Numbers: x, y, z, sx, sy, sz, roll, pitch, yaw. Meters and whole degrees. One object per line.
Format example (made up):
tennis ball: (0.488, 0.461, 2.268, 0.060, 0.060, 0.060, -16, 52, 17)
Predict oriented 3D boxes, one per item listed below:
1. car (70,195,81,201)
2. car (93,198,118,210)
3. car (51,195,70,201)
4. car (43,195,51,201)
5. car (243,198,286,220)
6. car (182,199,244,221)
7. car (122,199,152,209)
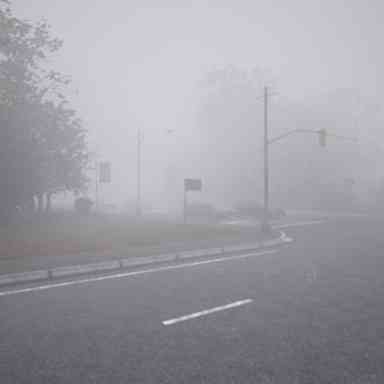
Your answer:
car: (-28.548, 1.421, 81.436, 1.882, 1.535, 5.008, 0, 0, -39)
car: (-11.275, 1.493, 42.915, 1.812, 1.442, 4.674, 0, 0, -38)
car: (-31.554, 1.549, 79.591, 1.895, 1.301, 4.718, 0, 0, -39)
car: (-37.809, 1.508, 87.404, 1.895, 1.301, 4.718, 0, 0, -39)
car: (5.483, 1.310, 27.560, 2.097, 1.767, 4.553, 0, 0, -39)
car: (1.367, 1.512, 27.101, 2.033, 1.411, 5.357, 0, 0, -39)
car: (-7.217, 1.560, 43.437, 1.895, 1.301, 4.718, 0, 0, -39)
